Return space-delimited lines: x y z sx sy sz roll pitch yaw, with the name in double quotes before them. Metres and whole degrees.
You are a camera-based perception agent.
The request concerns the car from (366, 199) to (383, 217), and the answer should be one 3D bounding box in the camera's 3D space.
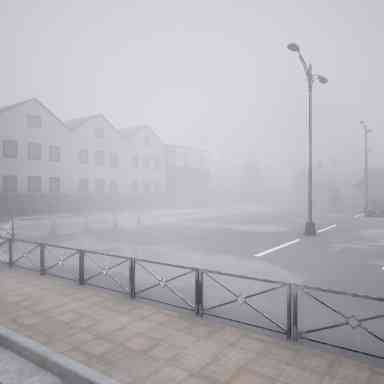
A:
"car" 15.327 1.298 26.875 2.007 1.523 4.514 0 0 35
